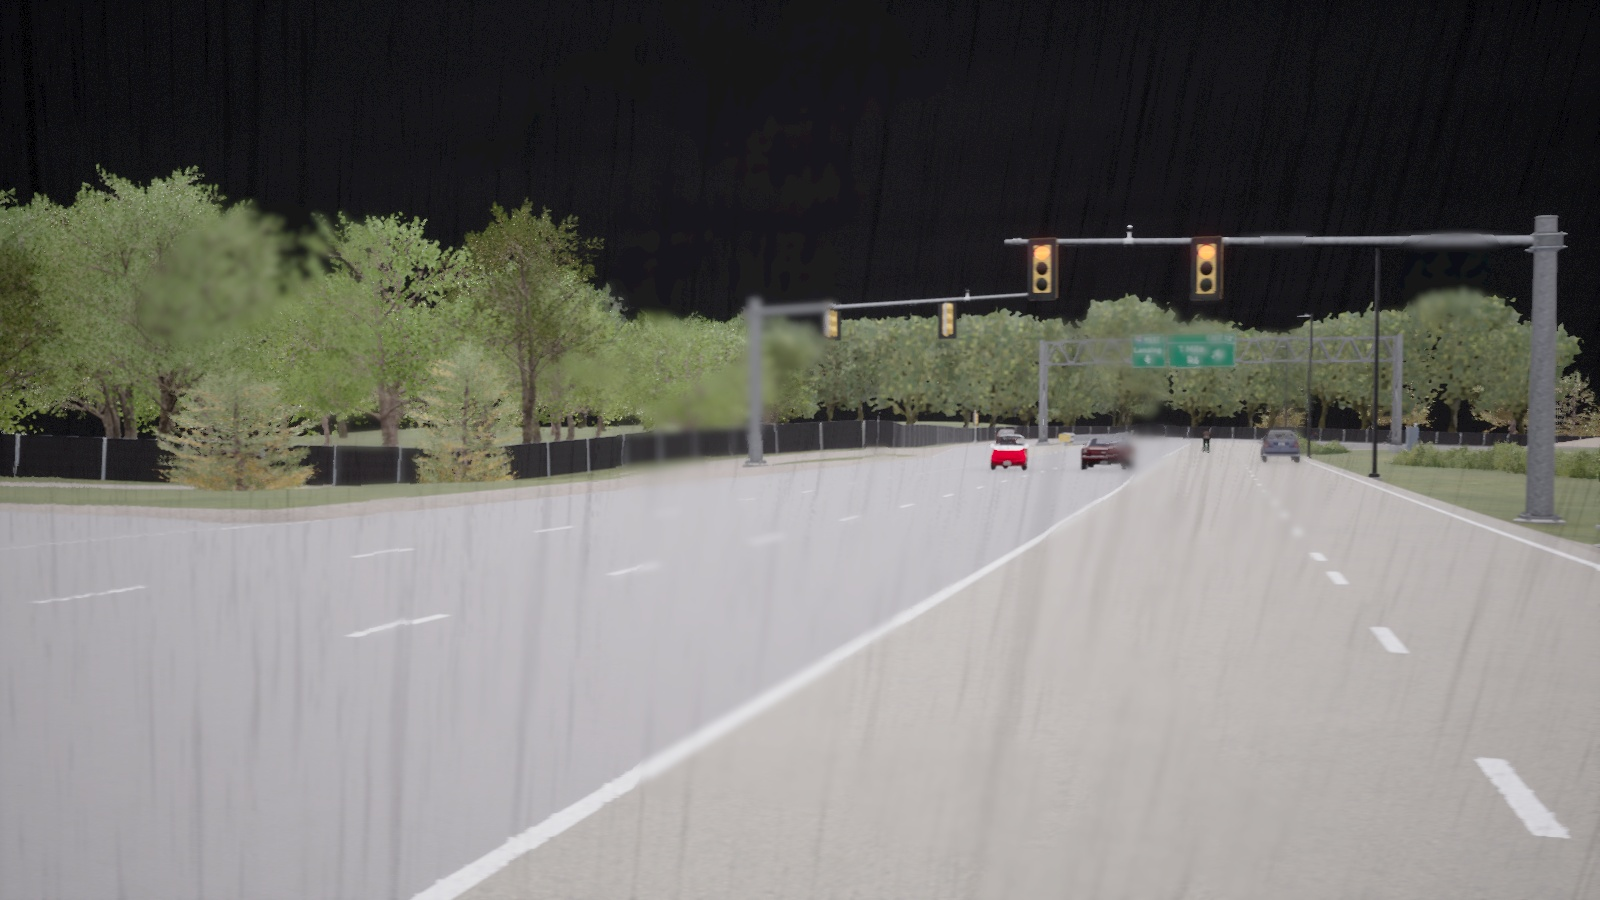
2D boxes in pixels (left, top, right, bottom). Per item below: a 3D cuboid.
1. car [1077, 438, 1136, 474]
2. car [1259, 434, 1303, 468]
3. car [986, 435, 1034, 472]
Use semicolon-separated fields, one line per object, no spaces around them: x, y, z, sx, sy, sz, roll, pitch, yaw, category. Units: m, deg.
12.233;0.198;49.906;1.895;1.301;4.718;1;1;18;car
23.068;0.006;60.281;1.789;1.549;3.705;1;1;18;car
8.198;0.124;48.861;1.481;1.376;2.207;1;1;18;car
